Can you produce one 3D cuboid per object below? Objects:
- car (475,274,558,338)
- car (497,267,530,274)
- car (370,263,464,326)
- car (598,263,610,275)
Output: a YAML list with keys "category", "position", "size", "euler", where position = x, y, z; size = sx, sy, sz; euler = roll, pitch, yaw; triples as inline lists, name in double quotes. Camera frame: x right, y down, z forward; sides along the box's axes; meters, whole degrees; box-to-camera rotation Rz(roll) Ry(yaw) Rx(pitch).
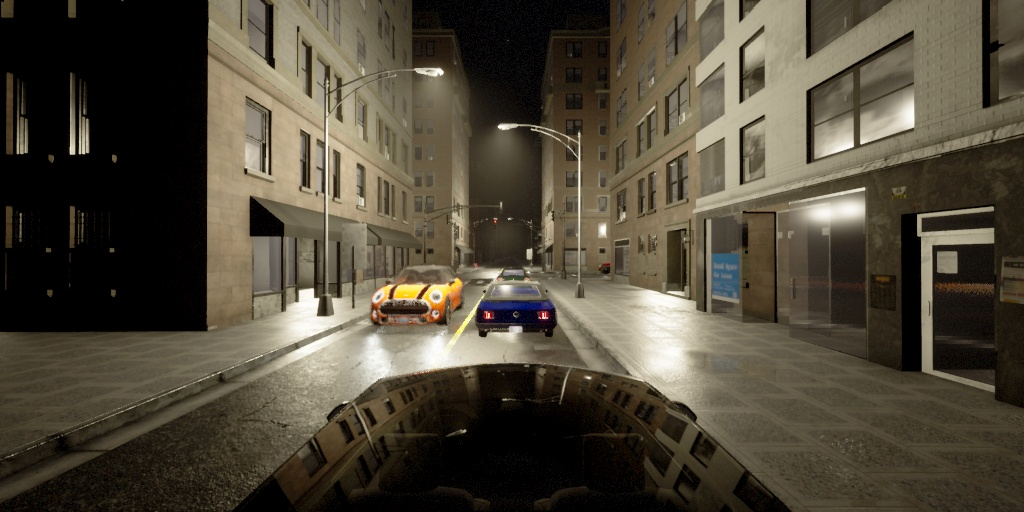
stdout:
- category: "car"
  position: [0.096, 1.352, 10.226]
  size: [1.895, 1.301, 4.718]
  euler: [0, 0, 0]
- category: "car"
  position: [0.086, 1.321, 20.115]
  size: [1.994, 1.385, 4.181]
  euler: [0, 0, 0]
- category: "car"
  position: [-2.859, 1.104, 11.676]
  size: [2.097, 1.767, 4.553]
  euler: [0, 0, 0]
- category: "car"
  position: [11.833, 1.254, 37.500]
  size: [5.008, 1.535, 1.882]
  euler: [0, 0, 0]
